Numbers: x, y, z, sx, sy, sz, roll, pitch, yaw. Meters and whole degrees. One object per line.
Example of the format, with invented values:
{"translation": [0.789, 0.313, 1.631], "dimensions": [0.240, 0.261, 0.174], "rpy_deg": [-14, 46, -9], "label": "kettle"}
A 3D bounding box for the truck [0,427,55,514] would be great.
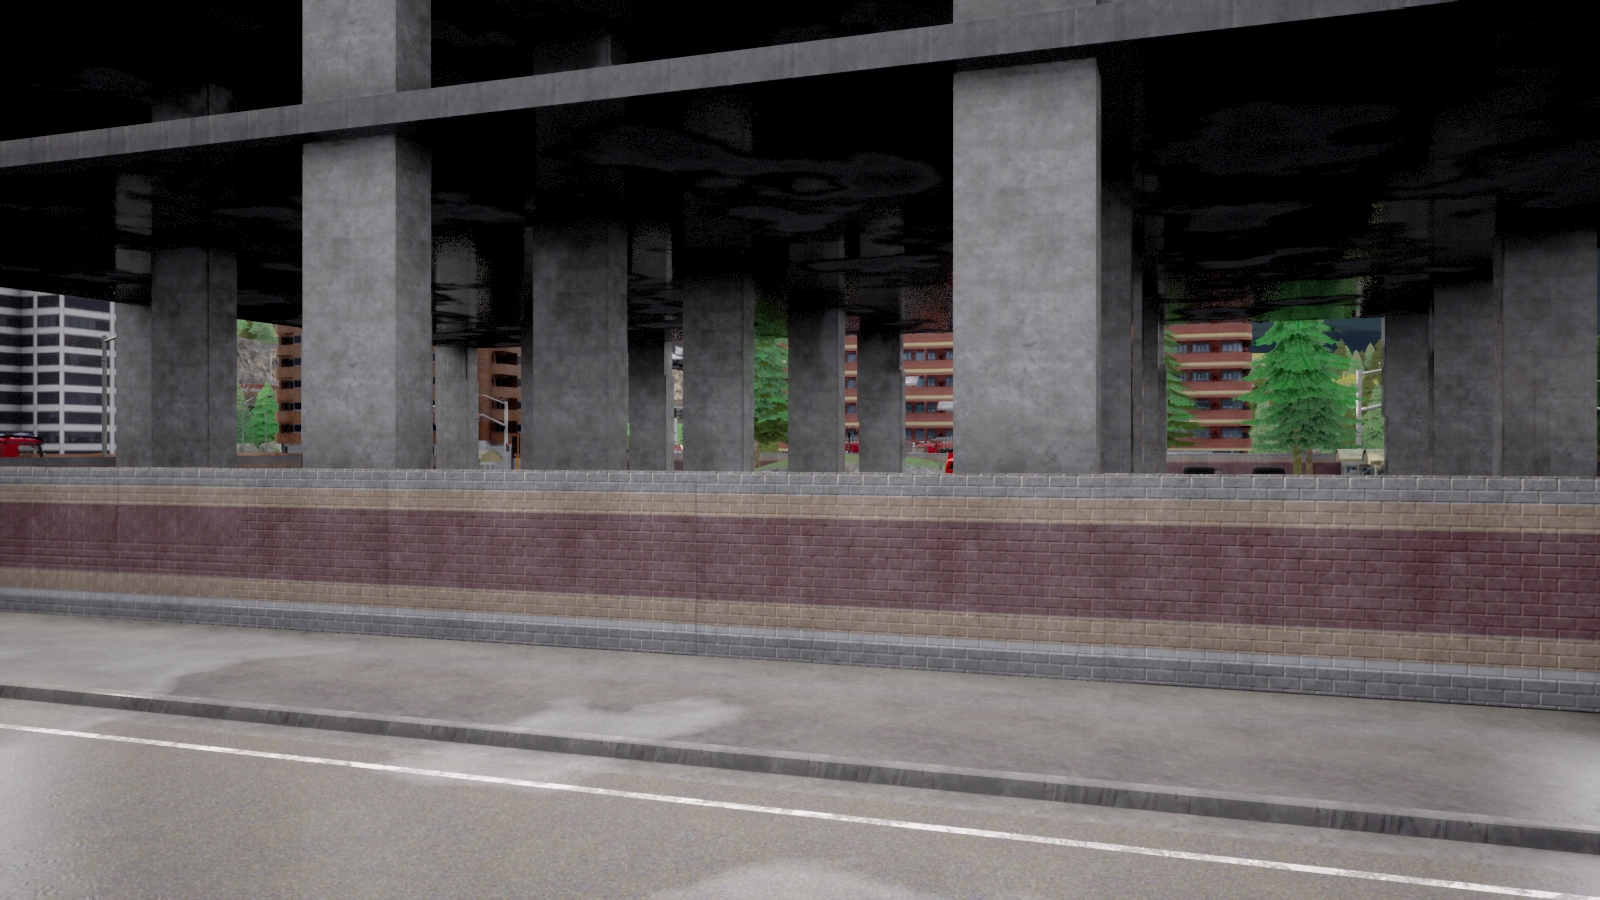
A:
{"translation": [-36.865, 0.890, 48.754], "dimensions": [2.891, 3.827, 8.468], "rpy_deg": [0, 0, 19], "label": "truck"}
